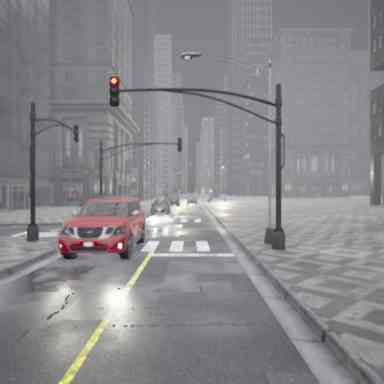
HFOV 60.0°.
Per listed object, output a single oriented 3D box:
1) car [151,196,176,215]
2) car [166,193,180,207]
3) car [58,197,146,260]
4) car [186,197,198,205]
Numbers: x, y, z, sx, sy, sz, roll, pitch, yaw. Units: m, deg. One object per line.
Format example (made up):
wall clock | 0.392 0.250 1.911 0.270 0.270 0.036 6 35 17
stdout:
car | -3.078 1.468 33.979 2.128 1.511 4.902 0 0 0
car | -3.035 1.197 51.310 2.150 2.045 5.566 0 0 0
car | -3.097 1.214 12.721 2.150 2.045 5.566 0 0 0
car | 0.036 1.520 57.828 2.033 1.411 5.357 0 0 0
